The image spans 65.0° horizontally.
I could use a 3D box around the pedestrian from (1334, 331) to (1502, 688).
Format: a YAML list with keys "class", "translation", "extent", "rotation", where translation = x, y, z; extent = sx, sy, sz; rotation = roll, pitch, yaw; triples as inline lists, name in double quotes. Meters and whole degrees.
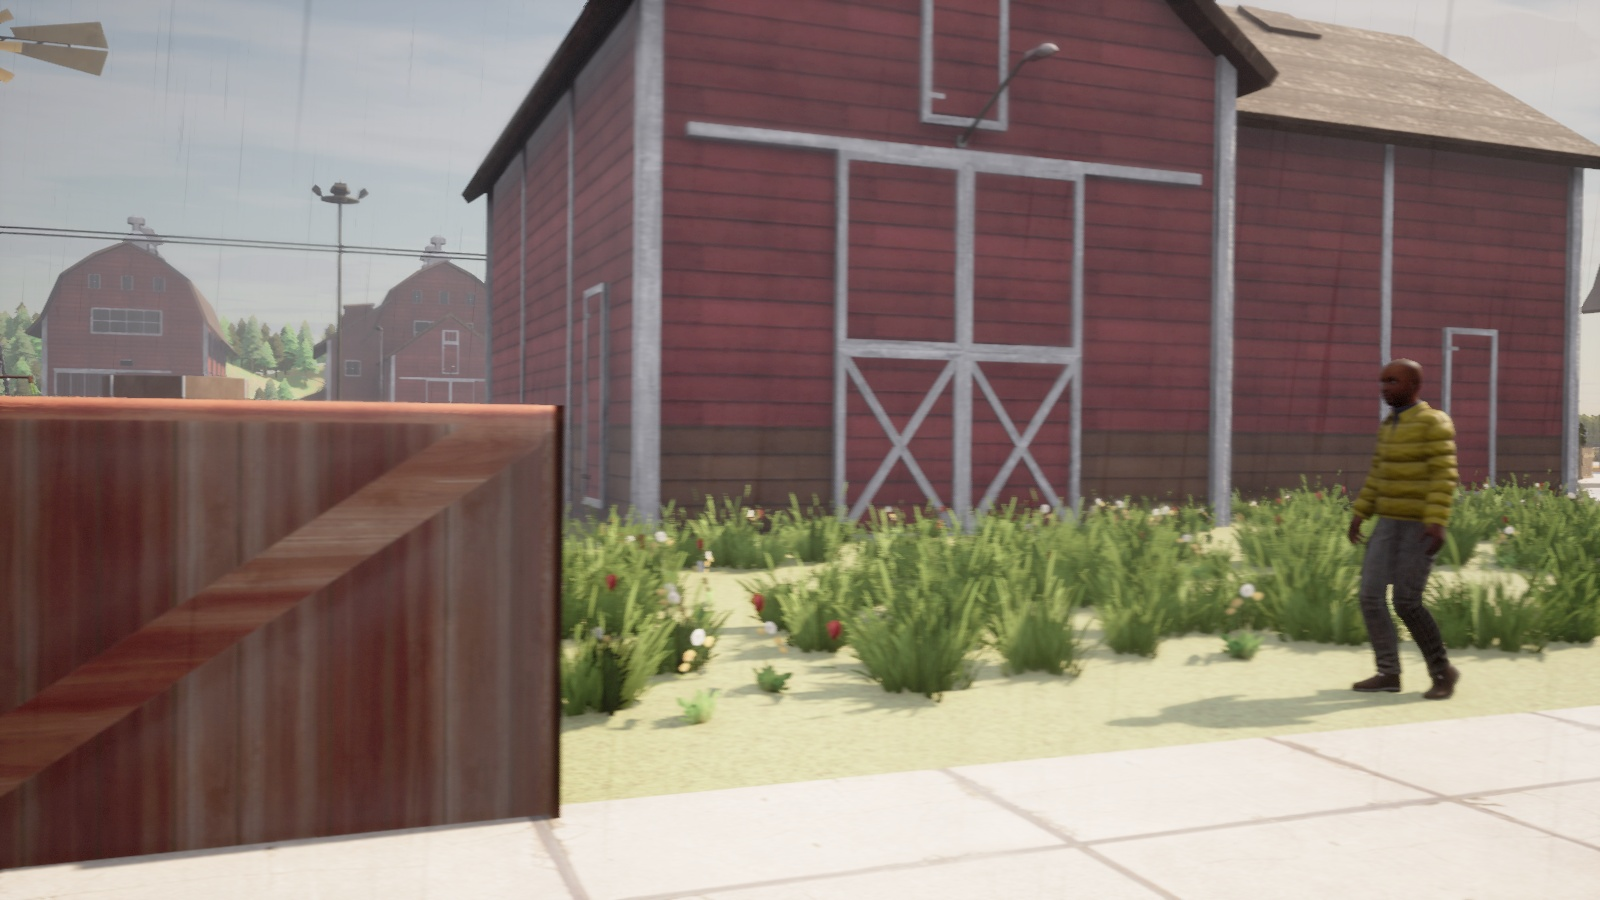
- class: "pedestrian"
  translation: [3.296, 0.301, 6.708]
  extent: [0.726, 1.835, 0.370]
  rotation: [-1, 1, -12]
